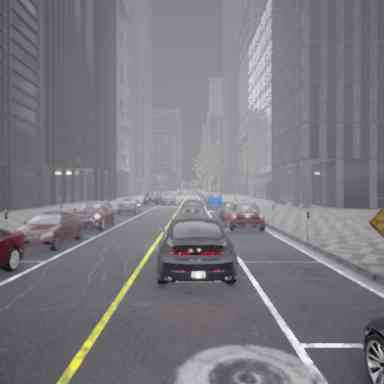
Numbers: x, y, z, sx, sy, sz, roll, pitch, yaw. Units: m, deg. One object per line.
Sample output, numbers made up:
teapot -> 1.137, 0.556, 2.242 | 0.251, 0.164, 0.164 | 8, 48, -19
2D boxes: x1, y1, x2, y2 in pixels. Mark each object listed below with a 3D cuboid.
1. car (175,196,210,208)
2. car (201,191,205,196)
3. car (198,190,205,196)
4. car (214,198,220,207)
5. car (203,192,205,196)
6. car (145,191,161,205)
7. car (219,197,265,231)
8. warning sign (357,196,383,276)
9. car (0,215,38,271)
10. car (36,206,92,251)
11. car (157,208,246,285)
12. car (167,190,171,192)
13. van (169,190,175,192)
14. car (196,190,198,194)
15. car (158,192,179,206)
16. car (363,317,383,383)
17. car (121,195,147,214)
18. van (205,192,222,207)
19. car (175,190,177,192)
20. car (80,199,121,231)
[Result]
car -> 0.072, 1.313, 25.260 | 2.033, 1.411, 5.357 | 0, 1, 0
car -> 2.881, 0.939, 58.701 | 1.752, 1.417, 4.829 | 0, 1, 1
car -> 2.878, 0.668, 75.415 | 1.967, 1.590, 4.097 | 0, 1, 0
car -> 2.865, 1.353, 24.659 | 1.802, 1.307, 4.206 | 0, 1, 0
car -> 2.872, 1.066, 47.388 | 1.752, 1.417, 4.829 | 0, 1, 0
car -> -5.654, 0.858, 47.239 | 2.192, 1.841, 5.009 | 0, 1, 0
car -> 2.863, 1.263, 19.017 | 1.967, 1.590, 4.097 | 0, 1, 0
warning sign -> 5.069, 1.037, 8.359 | 1.300, 1.860, 1.060 | 0, 0, 0
car -> -5.666, 1.472, 7.766 | 1.887, 1.381, 4.507 | 0, 1, 0
car -> -5.664, 1.457, 13.406 | 1.802, 1.307, 4.206 | 0, 1, 0
car -> 0.076, 1.419, 9.239 | 1.837, 1.490, 4.892 | 0, 1, -1
car -> -5.651, 0.881, 63.948 | 1.752, 1.417, 4.829 | 0, 1, 1
van -> -5.646, 0.511, 81.070 | 1.690, 1.788, 3.998 | 0, 1, 0
car -> 2.881, 0.377, 92.331 | 2.192, 1.841, 5.009 | 0, 1, 0
car -> -3.079, 1.096, 44.665 | 1.812, 1.442, 4.674 | 0, 1, 0
car -> 2.859, 1.545, 2.100 | 1.947, 1.339, 4.313 | 0, 1, 0
car -> -5.660, 1.268, 30.323 | 2.008, 1.369, 4.403 | 0, 1, 0
van -> 2.870, 0.945, 41.575 | 1.690, 1.788, 3.998 | 0, 1, 0
car -> -5.645, 0.680, 86.710 | 1.947, 1.339, 4.313 | 0, 1, 0
car -> -5.663, 1.263, 19.044 | 1.967, 1.590, 4.097 | 0, 1, 0
